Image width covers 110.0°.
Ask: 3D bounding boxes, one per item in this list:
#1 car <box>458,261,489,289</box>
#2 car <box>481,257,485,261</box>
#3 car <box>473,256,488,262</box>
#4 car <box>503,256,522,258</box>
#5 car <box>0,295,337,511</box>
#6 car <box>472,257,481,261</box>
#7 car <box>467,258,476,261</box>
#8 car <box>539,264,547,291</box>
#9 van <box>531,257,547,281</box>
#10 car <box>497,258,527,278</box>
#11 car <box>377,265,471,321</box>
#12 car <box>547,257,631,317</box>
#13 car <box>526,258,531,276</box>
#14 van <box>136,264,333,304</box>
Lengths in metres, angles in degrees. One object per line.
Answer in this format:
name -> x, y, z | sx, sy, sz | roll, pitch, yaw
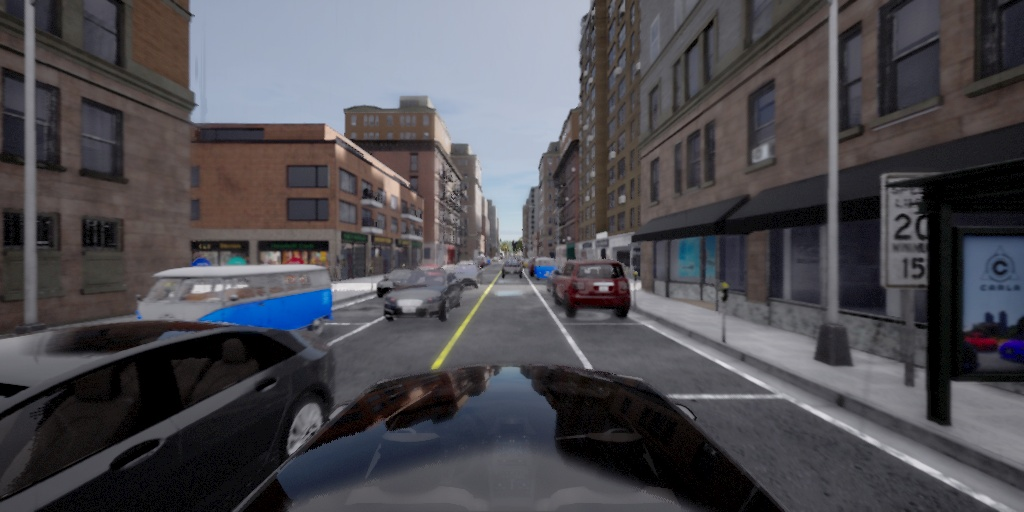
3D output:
car -> -2.846, 1.257, 23.071 | 2.033, 1.411, 5.357 | 0, 0, 0
car -> -5.403, 1.220, 50.797 | 1.948, 1.339, 4.313 | 0, 0, 0
car -> -5.403, 0.958, 56.204 | 2.192, 1.841, 5.009 | 0, 0, 0
car -> 0.047, 1.137, 48.194 | 1.882, 1.535, 5.008 | 0, 1, 0
car -> -2.837, 1.255, 1.956 | 1.837, 1.490, 4.892 | 0, 0, 1
car -> -5.404, 1.216, 45.391 | 2.007, 1.370, 4.403 | 0, 0, 0
car -> -5.404, 1.201, 39.816 | 1.751, 1.417, 4.829 | 0, 0, 0
car -> 2.698, 1.268, 18.362 | 2.007, 1.370, 4.403 | 0, 0, 0
van -> 2.686, 1.038, 29.175 | 1.690, 1.789, 3.998 | 0, 0, 0
car -> 0.005, 1.180, 32.990 | 2.128, 1.511, 4.902 | 0, 0, 0
car -> -2.849, 1.221, 12.396 | 2.128, 1.511, 4.902 | 0, 0, 0
car -> 2.704, 1.043, 12.956 | 2.192, 1.841, 5.009 | 0, 0, 0
car -> 2.681, 1.001, 34.582 | 2.192, 1.841, 5.009 | 0, 0, 0
van -> -5.408, 1.080, 7.547 | 1.690, 1.789, 3.998 | 0, 0, 0
